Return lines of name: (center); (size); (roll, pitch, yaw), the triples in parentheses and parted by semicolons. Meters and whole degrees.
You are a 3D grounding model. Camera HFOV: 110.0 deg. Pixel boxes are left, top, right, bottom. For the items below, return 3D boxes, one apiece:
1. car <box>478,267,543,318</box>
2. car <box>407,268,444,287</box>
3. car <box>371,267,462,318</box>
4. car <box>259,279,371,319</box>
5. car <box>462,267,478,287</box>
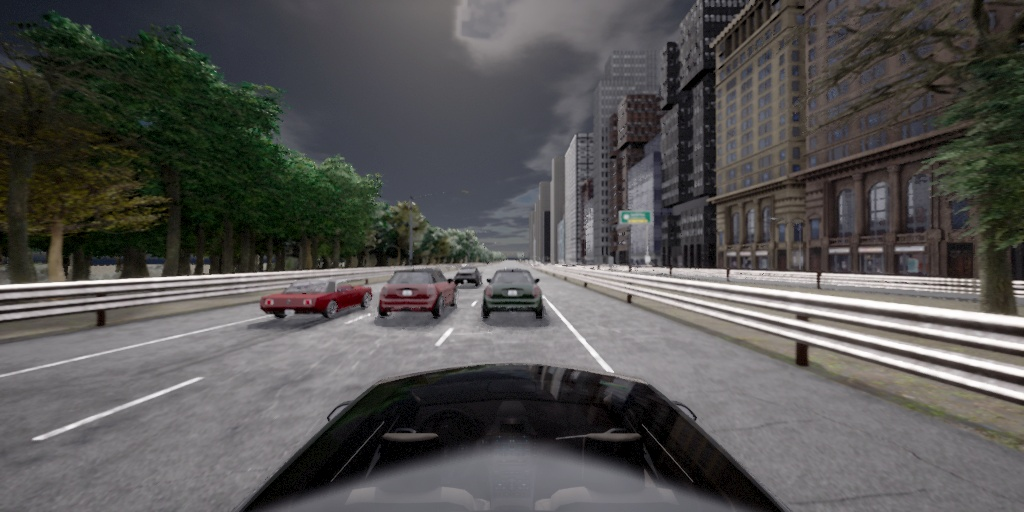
car: (0.041, 1.272, 14.025); (2.097, 1.767, 4.553); (0, -1, 1)
car: (-6.957, 1.713, 29.293); (1.994, 1.385, 4.181); (0, -1, 1)
car: (-3.459, 1.272, 14.018); (2.097, 1.767, 4.553); (0, -1, 0)
car: (-6.966, 1.515, 13.497); (1.895, 1.301, 4.718); (0, -1, 1)
car: (-3.460, 1.652, 29.139); (1.837, 1.490, 4.892); (0, 0, 1)
